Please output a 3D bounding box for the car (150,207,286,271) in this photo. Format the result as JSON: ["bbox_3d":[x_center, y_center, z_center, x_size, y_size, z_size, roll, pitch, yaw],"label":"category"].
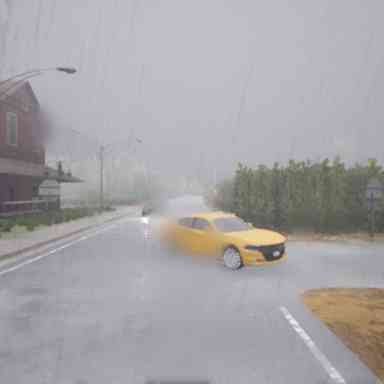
[{"bbox_3d":[0.817,1.477,11.315,1.882,1.535,5.008,-1,0,-39],"label":"car"}]

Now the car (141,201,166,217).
[{"bbox_3d":[-3.518,1.565,31.331,1.994,1.385,4.181,0,0,0],"label":"car"}]
